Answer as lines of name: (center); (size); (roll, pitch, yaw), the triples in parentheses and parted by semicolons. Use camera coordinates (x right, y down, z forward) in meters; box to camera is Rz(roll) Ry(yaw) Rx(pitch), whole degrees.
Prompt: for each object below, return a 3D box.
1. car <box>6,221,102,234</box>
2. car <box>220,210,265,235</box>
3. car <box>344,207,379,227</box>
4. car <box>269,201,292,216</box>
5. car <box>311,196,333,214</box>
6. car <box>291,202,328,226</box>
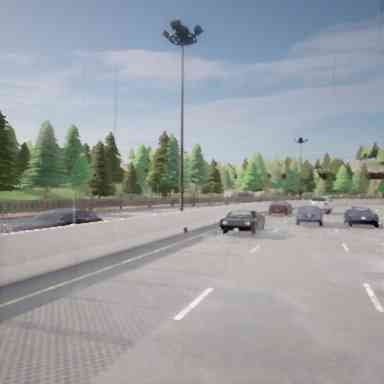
car: (-6.141, 1.532, 15.472); (1.837, 1.490, 4.892); (0, 0, 21)
car: (3.151, 1.714, 19.766); (1.895, 1.301, 4.718); (0, 0, 21)
car: (12.491, 1.766, 24.699); (1.994, 1.385, 4.181); (0, 0, 21)
car: (9.699, 1.713, 36.090); (1.882, 1.535, 5.008); (0, 0, 25)
car: (15.408, 1.517, 39.690); (2.150, 2.045, 5.566); (0, 0, 27)
car: (8.992, 1.728, 25.342); (2.033, 1.411, 5.357); (0, 0, 21)
